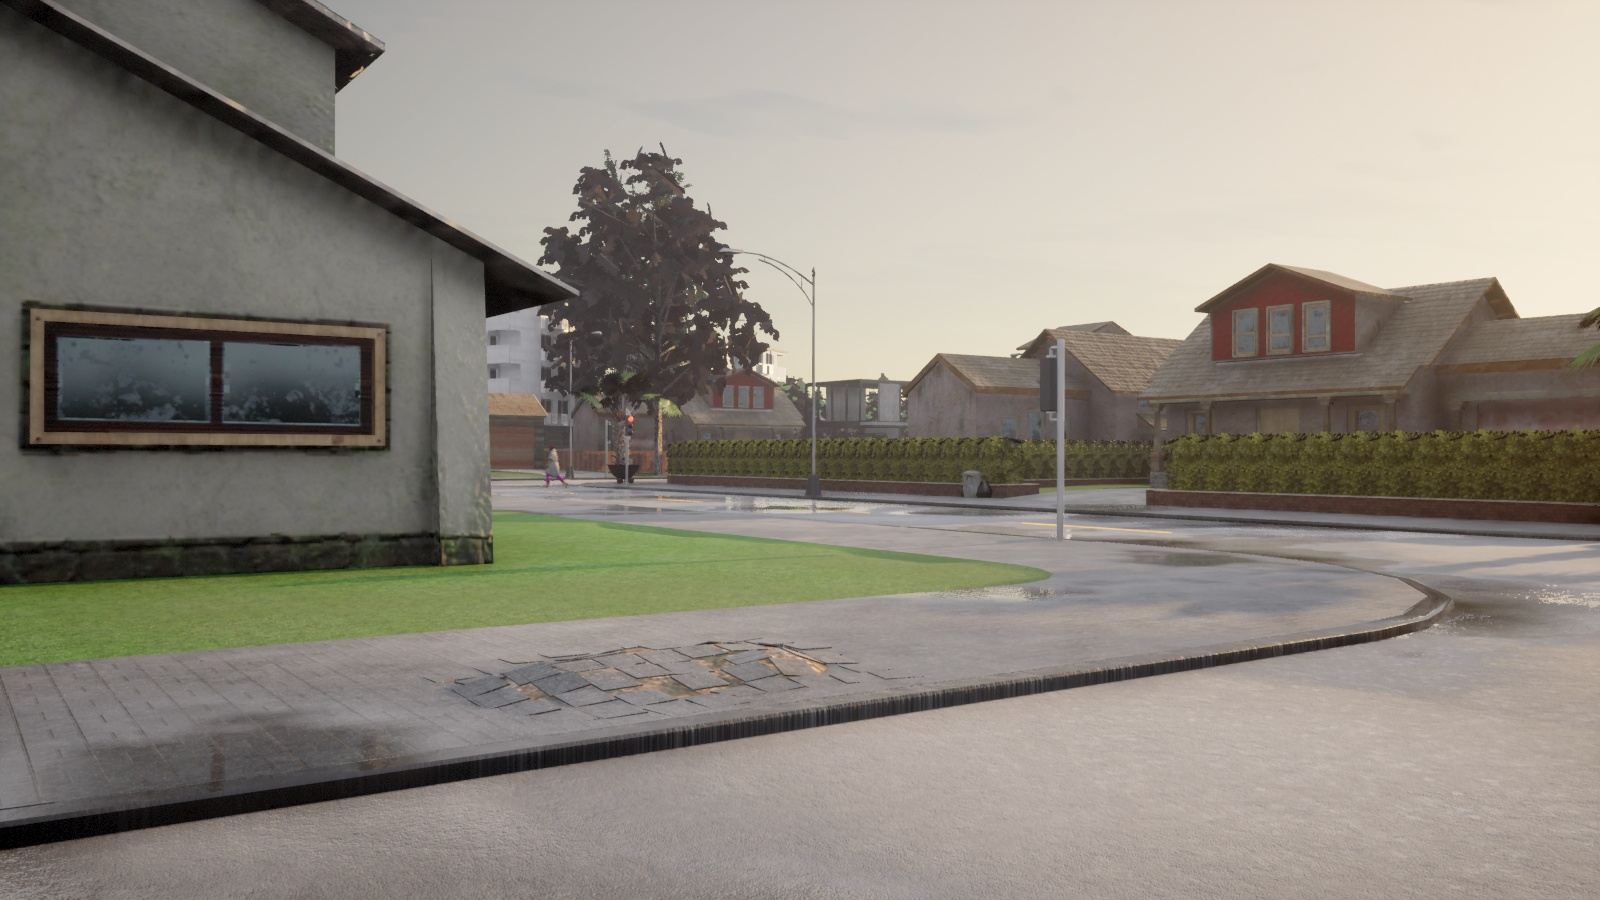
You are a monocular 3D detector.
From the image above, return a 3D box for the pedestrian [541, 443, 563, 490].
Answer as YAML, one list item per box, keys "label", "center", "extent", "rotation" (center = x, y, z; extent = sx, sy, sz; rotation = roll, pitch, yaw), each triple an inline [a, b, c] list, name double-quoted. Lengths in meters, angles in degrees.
- label: "pedestrian"
  center: [-10.332, 0.695, 52.347]
  extent: [0.873, 1.952, 0.659]
  rotation: [0, 0, -14]
